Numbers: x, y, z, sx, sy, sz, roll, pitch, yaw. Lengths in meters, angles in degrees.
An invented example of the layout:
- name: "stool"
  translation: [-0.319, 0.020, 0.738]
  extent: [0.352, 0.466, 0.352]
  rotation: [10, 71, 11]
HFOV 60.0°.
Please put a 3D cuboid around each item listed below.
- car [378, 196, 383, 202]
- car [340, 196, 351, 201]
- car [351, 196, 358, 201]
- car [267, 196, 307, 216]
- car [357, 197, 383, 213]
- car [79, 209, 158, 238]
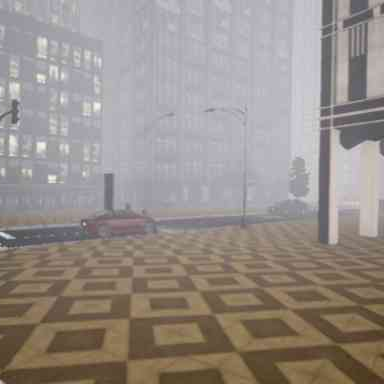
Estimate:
- name: "car"
  translation: [45.360, 1.693, 76.154]
  extent: [2.008, 1.369, 4.403]
  rotation: [-1, 0, -26]
- name: "car"
  translation: [40.452, 1.721, 86.278]
  extent: [1.947, 1.339, 4.313]
  rotation: [-1, 0, -26]
- name: "car"
  translation: [37.820, 1.621, 72.498]
  extent: [2.008, 1.369, 4.403]
  rotation: [0, 0, -26]
- name: "car"
  translation: [9.603, 1.511, 33.312]
  extent: [4.892, 1.490, 1.837]
  rotation: [0, 1, -38]
- name: "car"
  translation: [21.650, 1.583, 38.621]
  extent: [4.892, 1.490, 1.837]
  rotation: [0, 1, -36]
- name: "car"
  translation: [-3.947, 1.601, 18.166]
  extent: [4.181, 1.385, 1.994]
  rotation: [0, 1, -41]
